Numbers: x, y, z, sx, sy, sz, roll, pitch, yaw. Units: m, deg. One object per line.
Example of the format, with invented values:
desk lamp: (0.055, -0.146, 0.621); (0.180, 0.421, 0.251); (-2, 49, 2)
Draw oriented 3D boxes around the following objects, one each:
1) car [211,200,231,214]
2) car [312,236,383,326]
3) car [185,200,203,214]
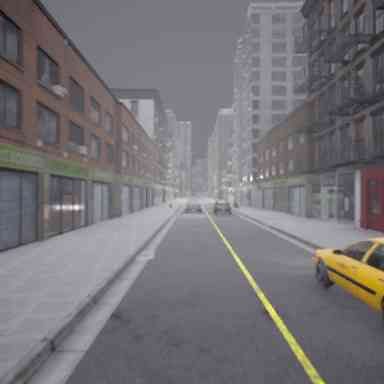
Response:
car: (3.242, 1.623, 36.839); (2.128, 1.511, 4.902); (0, 0, 1)
car: (3.919, 1.490, 6.331); (1.801, 1.575, 5.366); (0, 0, 0)
car: (0.161, 1.643, 37.294); (1.812, 1.442, 4.674); (0, 0, 0)
